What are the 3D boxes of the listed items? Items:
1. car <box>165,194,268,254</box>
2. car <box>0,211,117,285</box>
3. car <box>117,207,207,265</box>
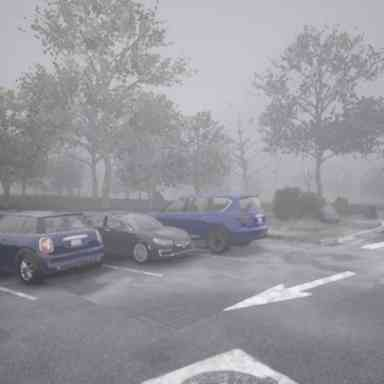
[{"bbox_3d":[0.179,1.119,13.180,5.566,2.045,2.435,-1,0,34],"label":"car"},{"bbox_3d":[-4.685,1.335,9.641,4.553,1.767,2.185,-1,0,34],"label":"car"},{"bbox_3d":[-2.251,1.417,11.422,4.892,1.521,2.231,-1,0,34],"label":"car"}]
